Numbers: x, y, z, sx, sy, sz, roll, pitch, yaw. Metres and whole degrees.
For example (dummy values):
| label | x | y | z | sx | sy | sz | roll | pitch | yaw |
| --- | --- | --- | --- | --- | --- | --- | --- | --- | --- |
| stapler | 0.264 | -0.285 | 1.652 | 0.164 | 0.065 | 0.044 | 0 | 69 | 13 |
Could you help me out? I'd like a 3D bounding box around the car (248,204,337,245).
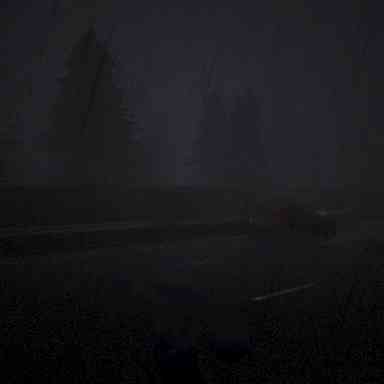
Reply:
| label | x | y | z | sx | sy | sz | roll | pitch | yaw |
| --- | --- | --- | --- | --- | --- | --- | --- | --- | --- |
| car | 4.862 | 1.366 | 15.815 | 4.553 | 1.767 | 2.097 | 0 | 0 | -36 |
